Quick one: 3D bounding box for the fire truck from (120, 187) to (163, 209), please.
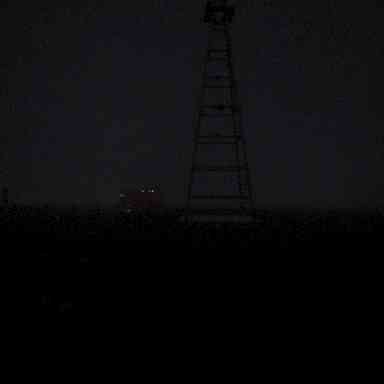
[{"bbox_3d":[-8.939,1.102,59.724,2.891,3.827,8.468,1,0,35],"label":"fire truck"}]
